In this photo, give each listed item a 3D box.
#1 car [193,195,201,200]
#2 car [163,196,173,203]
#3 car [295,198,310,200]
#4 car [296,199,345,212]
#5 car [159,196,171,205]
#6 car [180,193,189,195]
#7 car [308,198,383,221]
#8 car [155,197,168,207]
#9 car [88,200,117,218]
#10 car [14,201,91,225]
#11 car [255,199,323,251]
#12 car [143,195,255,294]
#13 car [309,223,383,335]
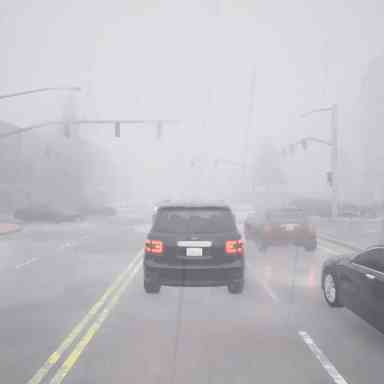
[{"bbox_3d":[1.461,1.552,90.341,1.994,1.385,4.181,0,0,-1],"label":"car"},{"bbox_3d":[-5.079,1.552,71.188,1.994,1.385,4.181,0,0,-1],"label":"car"},{"bbox_3d":[10.760,1.352,30.196,4.553,1.767,2.097,0,0,-2],"label":"car"},{"bbox_3d":[14.435,1.505,37.539,4.892,1.490,1.837,0,0,-2],"label":"car"},{"bbox_3d":[-4.904,1.477,61.307,1.882,1.535,5.008,0,0,-1],"label":"car"},{"bbox_3d":[-1.795,1.496,80.194,1.837,1.490,4.892,0,0,-1],"label":"car"},{"bbox_3d":[12.288,1.491,26.750,4.902,1.511,2.128,0,0,-2],"label":"car"},{"bbox_3d":[-4.704,1.526,51.917,1.812,1.442,4.674,0,0,-1],"label":"car"},{"bbox_3d":[-9.072,1.493,29.072,4.902,1.511,2.128,0,0,-2],"label":"car"},{"bbox_3d":[-10.399,1.547,24.240,5.357,1.411,2.033,0,0,23],"label":"car"},{"bbox_3d":[3.535,1.352,14.138,2.097,1.767,4.553,0,0,0],"label":"car"},{"bbox_3d":[0.053,1.221,8.960,2.150,2.045,5.566,0,0,0],"label":"car"},{"bbox_3d":[3.607,1.505,5.057,1.837,1.490,4.892,0,0,0],"label":"car"}]
